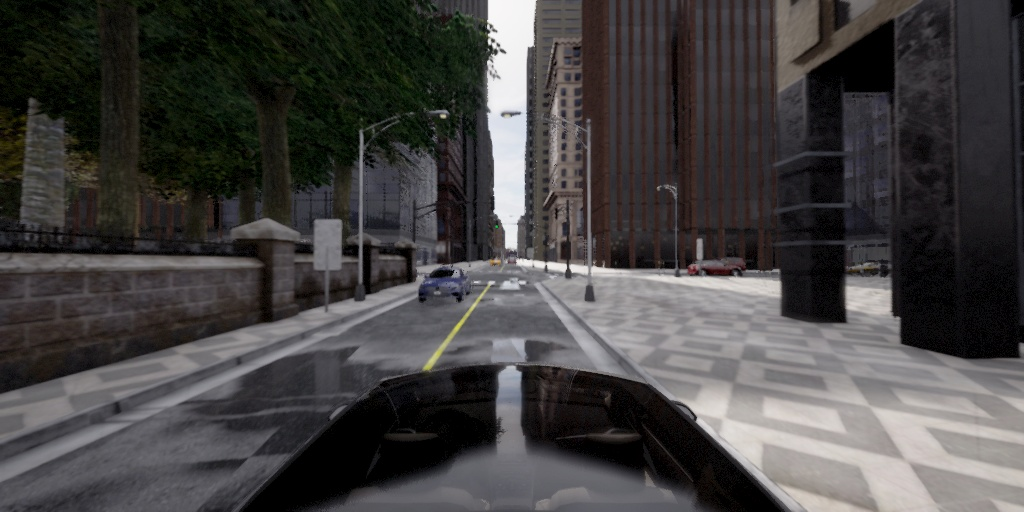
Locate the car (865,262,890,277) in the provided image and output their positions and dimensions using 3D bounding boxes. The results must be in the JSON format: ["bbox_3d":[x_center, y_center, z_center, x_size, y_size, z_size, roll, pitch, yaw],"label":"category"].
[{"bbox_3d":[33.688,1.176,30.709,4.403,1.370,2.007,0,0,0],"label":"car"}]

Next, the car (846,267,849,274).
[{"bbox_3d":[33.705,1.357,39.233,4.207,1.307,1.802,0,0,0],"label":"car"}]

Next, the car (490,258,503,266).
[{"bbox_3d":[-3.009,1.085,65.296,1.882,1.535,5.008,0,0,0],"label":"car"}]

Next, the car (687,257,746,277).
[{"bbox_3d":[17.376,1.050,30.741,4.097,1.591,1.967,0,0,0],"label":"car"}]

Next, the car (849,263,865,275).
[{"bbox_3d":[38.973,1.306,39.223,4.829,1.417,1.751,0,0,0],"label":"car"}]

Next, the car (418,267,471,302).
[{"bbox_3d":[-2.998,1.236,16.724,1.812,1.442,4.674,0,0,0],"label":"car"}]
